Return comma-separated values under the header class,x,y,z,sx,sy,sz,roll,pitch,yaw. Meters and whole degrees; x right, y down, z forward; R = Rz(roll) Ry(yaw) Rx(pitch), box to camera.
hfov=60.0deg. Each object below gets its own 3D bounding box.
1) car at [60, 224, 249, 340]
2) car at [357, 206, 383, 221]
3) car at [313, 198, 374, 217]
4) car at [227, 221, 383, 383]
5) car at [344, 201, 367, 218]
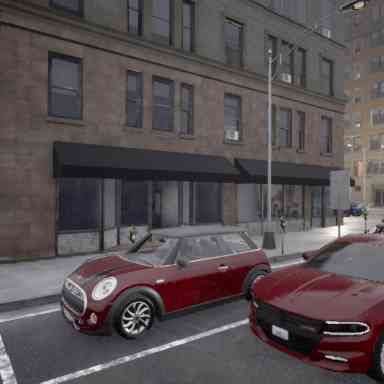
class,x,y,z,sx,sy,sz,roll,pitch,yaw
car,-0.370,1.441,6.500,4.097,1.590,1.967,0,0,-36
car,8.561,1.445,12.898,4.097,1.590,1.967,0,0,-36
car,14.511,1.416,32.070,2.128,1.511,4.902,1,0,-36
car,3.140,1.479,5.590,5.008,1.535,1.882,0,0,-35
car,12.382,1.123,29.475,2.150,2.045,5.566,1,0,-36
